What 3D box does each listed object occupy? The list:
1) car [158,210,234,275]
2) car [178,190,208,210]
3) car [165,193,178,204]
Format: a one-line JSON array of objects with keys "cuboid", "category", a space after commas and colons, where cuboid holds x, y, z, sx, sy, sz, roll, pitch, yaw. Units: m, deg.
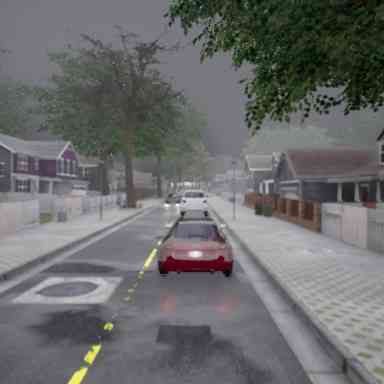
[{"cuboid": [0.107, 1.452, 10.061, 1.994, 1.385, 4.181, 0, 1, 1], "category": "car"}, {"cuboid": [0.209, 0.869, 28.424, 2.150, 2.045, 5.566, 0, 1, 0], "category": "car"}, {"cuboid": [-2.636, 0.913, 45.842, 1.812, 1.442, 4.674, 0, 1, 1], "category": "car"}]
